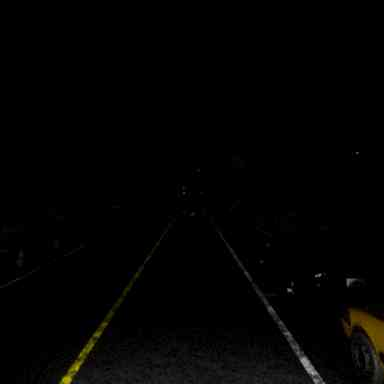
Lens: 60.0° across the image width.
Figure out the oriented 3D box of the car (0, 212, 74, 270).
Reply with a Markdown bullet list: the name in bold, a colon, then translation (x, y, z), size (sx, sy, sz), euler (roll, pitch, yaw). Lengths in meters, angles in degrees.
- **car**: translation (-5.755, 1.557, 10.929), size (2.008, 1.369, 4.403), euler (0, 0, 0)

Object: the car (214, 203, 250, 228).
- **car**: translation (2.775, 1.565, 22.263), size (2.008, 1.369, 4.403), euler (0, 0, 0)

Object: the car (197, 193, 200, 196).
- **car**: translation (3.143, 1.394, 85.976), size (2.192, 1.841, 5.009), euler (0, 0, 1)

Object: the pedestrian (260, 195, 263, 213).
- **pedestrian**: translation (7.151, 1.200, 34.527), size (0.375, 1.860, 0.375), euler (0, 0, 0)

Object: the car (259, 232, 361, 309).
- **car**: translation (2.768, 1.570, 7.691), size (1.947, 1.339, 4.313), euler (0, 0, 0)

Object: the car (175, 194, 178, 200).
- **car**: translation (-5.383, 1.645, 86.054), size (1.947, 1.339, 4.313), euler (0, 0, 1)

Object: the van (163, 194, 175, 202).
- **van**: translation (-5.487, 1.407, 75.030), size (1.690, 1.788, 3.998), euler (0, 0, 1)

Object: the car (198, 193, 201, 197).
- **car**: translation (3.090, 1.623, 80.463), size (2.008, 1.369, 4.403), euler (0, 0, 1)

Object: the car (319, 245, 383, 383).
- **car**: translation (2.766, 1.527, 2.448), size (1.752, 1.417, 4.829), euler (0, 0, 0)

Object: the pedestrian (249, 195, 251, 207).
- **pedestrian**: translation (6.152, 1.166, 35.727), size (0.375, 1.860, 0.375), euler (0, 0, 0)

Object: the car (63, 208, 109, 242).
- **car**: translation (-5.753, 1.555, 16.373), size (1.887, 1.381, 4.507), euler (0, 0, 0)

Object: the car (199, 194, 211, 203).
- **car**: translation (2.985, 1.610, 69.438), size (2.008, 1.369, 4.403), euler (0, 0, 1)

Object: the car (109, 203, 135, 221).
- **car**: translation (-5.748, 1.569, 27.262), size (2.008, 1.369, 4.403), euler (0, 0, 0)

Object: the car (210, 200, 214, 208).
- **car**: translation (2.777, 1.569, 27.255), size (2.008, 1.369, 4.403), euler (0, 0, 0)

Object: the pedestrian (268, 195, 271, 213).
- **pedestrian**: translation (8.152, 1.272, 35.126), size (0.375, 1.860, 0.375), euler (0, 0, 0)
